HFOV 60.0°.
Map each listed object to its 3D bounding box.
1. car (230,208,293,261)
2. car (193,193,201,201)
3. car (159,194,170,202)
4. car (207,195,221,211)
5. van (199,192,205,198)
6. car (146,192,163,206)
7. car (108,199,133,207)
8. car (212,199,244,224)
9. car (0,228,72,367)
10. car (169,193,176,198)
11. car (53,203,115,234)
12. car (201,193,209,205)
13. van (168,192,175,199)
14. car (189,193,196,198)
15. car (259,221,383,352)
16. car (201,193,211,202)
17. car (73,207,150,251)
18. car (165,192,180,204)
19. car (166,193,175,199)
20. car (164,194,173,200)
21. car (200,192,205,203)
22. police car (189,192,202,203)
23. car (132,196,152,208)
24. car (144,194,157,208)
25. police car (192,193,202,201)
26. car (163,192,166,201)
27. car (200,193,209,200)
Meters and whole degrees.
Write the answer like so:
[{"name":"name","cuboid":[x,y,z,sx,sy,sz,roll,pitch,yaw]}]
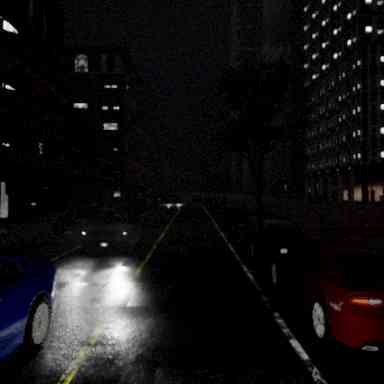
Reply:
[{"name":"car","cuboid":[2.723,1.480,11.756,2.008,1.369,4.403,1,0,0]},{"name":"car","cuboid":[1.045,1.077,74.002,1.837,1.490,4.892,0,0,0]},{"name":"car","cuboid":[-5.546,1.151,67.470,1.887,1.381,4.507,1,0,0]},{"name":"car","cuboid":[2.768,1.323,34.206,1.752,1.417,4.829,1,0,0]},{"name":"van","cuboid":[2.893,0.797,95.300,1.690,1.788,3.998,1,0,0]},{"name":"car","cuboid":[-5.587,1.047,45.191,2.192,1.841,5.009,1,0,0]},{"name":"car","cuboid":[-5.635,1.411,22.914,2.008,1.369,4.403,1,0,0]},{"name":"car","cuboid":[2.745,1.415,22.896,2.008,1.369,4.403,1,0,0]},{"name":"car","cuboid":[-3.092,1.456,3.321,1.882,1.535,5.008,0,0,0]},{"name":"car","cuboid":[-5.490,0.979,95.148,1.752,1.417,4.829,1,0,0]},{"name":"car","cuboid":[-5.646,1.459,17.344,1.947,1.339,4.313,1,0,0]},{"name":"car","cuboid":[2.801,1.254,50.744,2.008,1.369,4.403,1,0,0]},{"name":"van","cuboid":[-5.498,0.824,89.748,1.690,1.788,3.998,1,0,0]},{"name":"car","cuboid":[0.184,0.995,93.228,1.895,1.301,4.718,0,0,0]},{"name":"car","cuboid":[2.711,1.508,6.186,1.887,1.381,4.507,1,0,0]},{"name":"car","cuboid":[2.835,1.050,67.451,1.967,1.590,4.097,1,0,0]},{"name":"car","cuboid":[-3.066,1.516,13.800,1.895,1.301,4.718,0,0,0]},{"name":"car","cuboid":[-2.957,1.153,55.368,1.882,1.535,5.008,0,0,1]},{"name":"car","cuboid":[-5.513,1.065,84.178,2.008,1.369,4.403,1,0,0]},{"name":"car","cuboid":[-5.524,1.110,78.609,1.947,1.339,4.313,1,0,0]},{"name":"car","cuboid":[2.812,1.223,56.312,2.008,1.369,4.403,1,0,0]},{"name":"police car","cuboid":[0.798,1.086,58.099,1.930,1.638,5.238,0,0,-2]},{"name":"car","cuboid":[-5.613,1.361,34.053,1.947,1.339,4.313,1,0,0]},{"name":"car","cuboid":[-5.602,1.290,39.452,1.752,1.417,4.829,1,0,0]},{"name":"police car","cuboid":[0.967,1.030,68.100,1.930,1.638,5.238,0,0,-1]},{"name":"car","cuboid":[-5.554,0.952,61.898,2.192,1.841,5.009,1,0,0]},{"name":"car","cuboid":[2.858,0.988,78.591,1.967,1.590,4.097,1,0,0]}]
